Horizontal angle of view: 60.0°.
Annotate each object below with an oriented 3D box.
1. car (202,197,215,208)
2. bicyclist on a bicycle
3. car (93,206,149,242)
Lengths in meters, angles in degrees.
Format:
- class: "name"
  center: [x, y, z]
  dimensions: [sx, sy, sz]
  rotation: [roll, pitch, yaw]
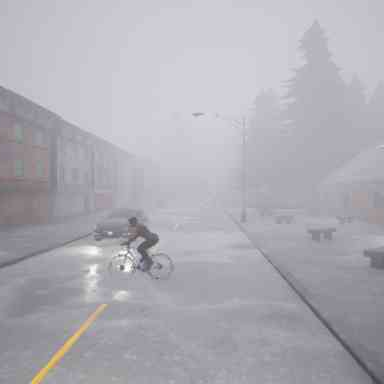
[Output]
- class: "car"
  center: [2.384, 1.525, 48.463]
  dimensions: [1.812, 1.442, 4.674]
  rotation: [0, 0, 3]
- class: "bicyclist on a bicycle"
  center: [-1.314, 1.452, 8.453]
  dimensions: [1.656, 1.620, 0.582]
  rotation: [-2, 0, 3]
- class: "car"
  center: [-3.357, 1.505, 16.582]
  dimensions: [1.837, 1.490, 4.892]
  rotation: [0, 0, 3]
